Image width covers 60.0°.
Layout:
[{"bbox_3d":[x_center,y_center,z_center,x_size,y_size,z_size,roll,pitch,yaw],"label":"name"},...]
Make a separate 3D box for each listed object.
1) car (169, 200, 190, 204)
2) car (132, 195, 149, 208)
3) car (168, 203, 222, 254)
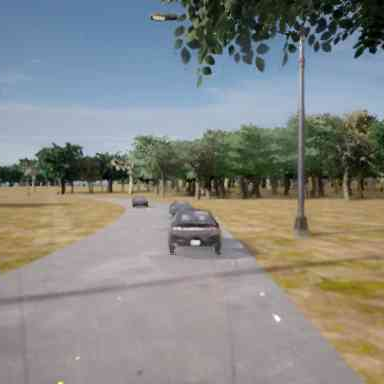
[{"bbox_3d":[-1.009,1.383,28.907,1.994,1.385,4.181,0,0,-7],"label":"car"},{"bbox_3d":[-6.641,1.195,42.380,1.882,1.535,5.008,0,0,-13],"label":"car"},{"bbox_3d":[0.080,1.407,13.100,2.128,1.511,4.902,0,0,-1],"label":"car"}]
